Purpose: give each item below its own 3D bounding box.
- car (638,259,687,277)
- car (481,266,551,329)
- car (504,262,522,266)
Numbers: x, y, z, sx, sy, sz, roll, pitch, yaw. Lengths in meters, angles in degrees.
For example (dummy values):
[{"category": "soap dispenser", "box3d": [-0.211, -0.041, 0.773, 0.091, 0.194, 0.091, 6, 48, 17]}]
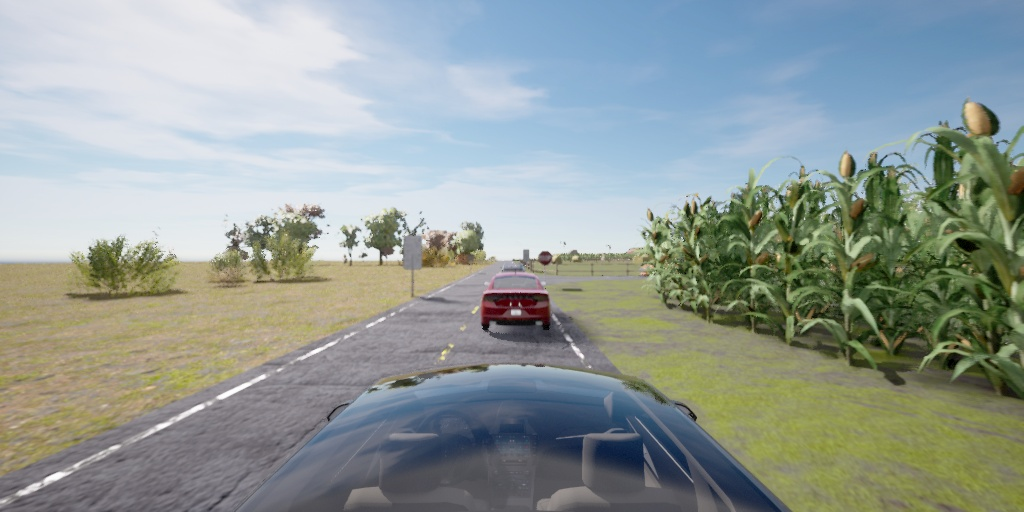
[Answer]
[{"category": "car", "box3d": [14.234, 1.034, 33.588, 4.553, 1.767, 2.097, -1, -1, -1]}, {"category": "car", "box3d": [0.103, 1.244, 11.382, 1.882, 1.535, 5.008, 0, 0, 0]}, {"category": "car", "box3d": [0.085, 1.246, 27.783, 2.128, 1.511, 4.902, -1, 0, 0]}]
